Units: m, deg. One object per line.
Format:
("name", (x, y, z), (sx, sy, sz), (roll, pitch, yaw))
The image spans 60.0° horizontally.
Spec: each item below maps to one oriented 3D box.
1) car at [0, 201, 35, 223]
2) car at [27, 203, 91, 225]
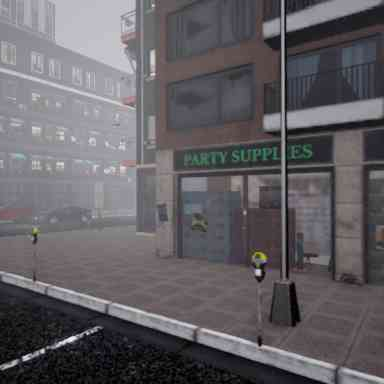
("car", (-14.913, 1.659, 26.685), (2.192, 1.841, 5.009), (-2, -2, 35))
("car", (-10.823, 1.896, 27.994), (1.837, 1.490, 4.892), (0, -1, 35))
